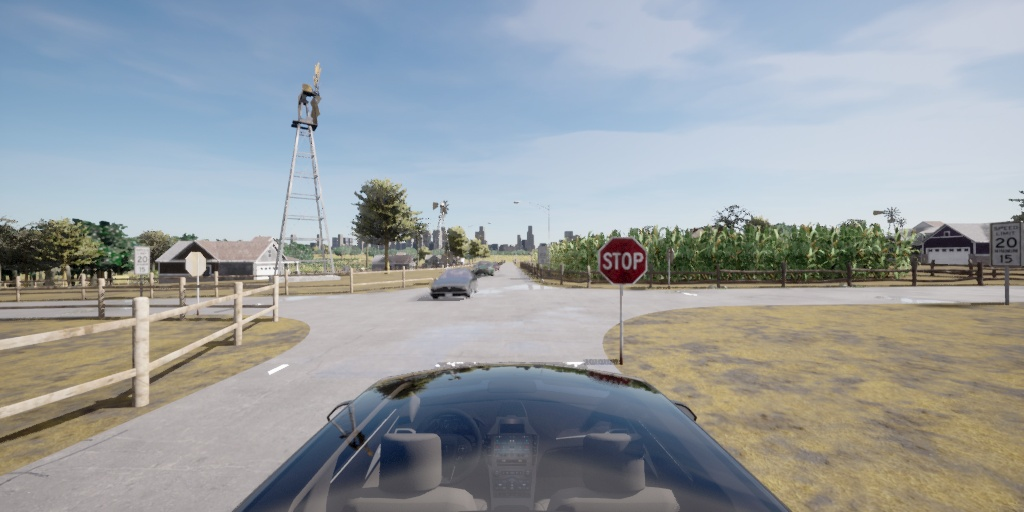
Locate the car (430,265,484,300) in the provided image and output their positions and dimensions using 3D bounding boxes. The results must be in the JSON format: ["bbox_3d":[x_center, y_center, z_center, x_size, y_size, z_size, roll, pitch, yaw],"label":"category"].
[{"bbox_3d":[-2.821,1.370,18.588,2.033,1.411,5.357,-1,0,0],"label":"car"}]

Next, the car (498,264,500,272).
[{"bbox_3d":[-2.948,1.682,55.784,1.994,1.385,4.181,0,-1,0],"label":"car"}]

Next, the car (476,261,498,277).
[{"bbox_3d":[-2.879,1.274,37.233,2.097,1.767,4.553,0,-1,0],"label":"car"}]
